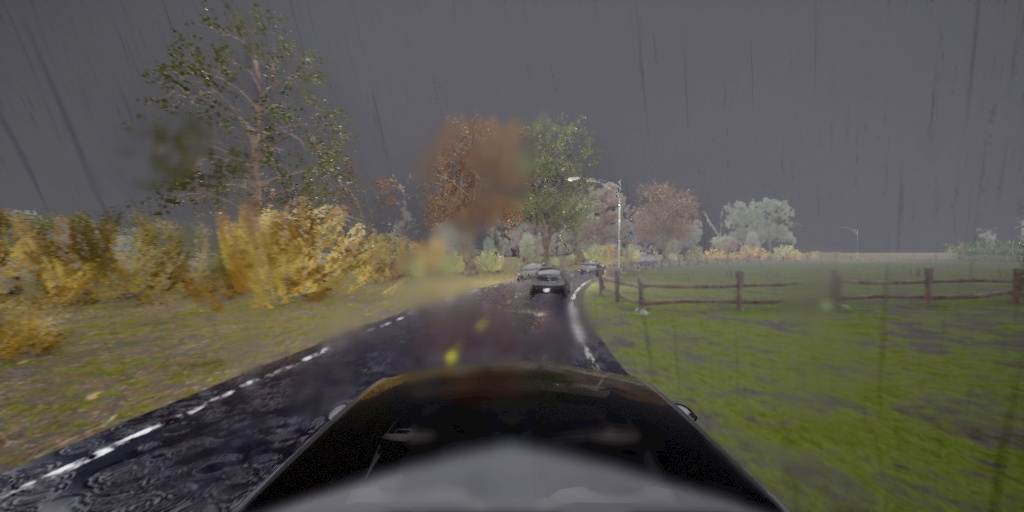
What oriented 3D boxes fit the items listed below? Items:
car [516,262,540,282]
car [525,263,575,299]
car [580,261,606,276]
[{"bbox_3d":[1.781,1.269,28.613,1.837,1.490,4.892,0,0,19],"label":"car"},{"bbox_3d":[2.107,1.310,18.651,1.837,1.490,4.892,0,0,12],"label":"car"},{"bbox_3d":[8.493,1.225,37.339,2.128,1.511,4.902,1,1,25],"label":"car"}]
